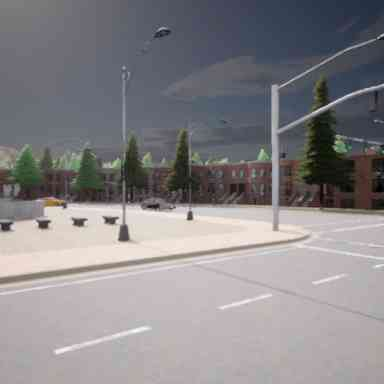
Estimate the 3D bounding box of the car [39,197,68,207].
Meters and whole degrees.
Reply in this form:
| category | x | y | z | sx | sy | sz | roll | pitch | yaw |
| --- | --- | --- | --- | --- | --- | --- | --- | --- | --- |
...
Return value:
| category | x | y | z | sx | sy | sz | roll | pitch | yaw |
| --- | --- | --- | --- | --- | --- | --- | --- | --- | --- |
| car | -20.733 | 1.485 | 49.094 | 5.008 | 1.535 | 1.882 | 0 | 0 | 16 |

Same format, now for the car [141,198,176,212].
| category | x | y | z | sx | sy | sz | roll | pitch | yaw |
| --- | --- | --- | --- | --- | --- | --- | --- | --- | --- |
| car | -4.004 | 1.469 | 38.939 | 4.902 | 1.511 | 2.128 | 0 | 0 | 44 |
